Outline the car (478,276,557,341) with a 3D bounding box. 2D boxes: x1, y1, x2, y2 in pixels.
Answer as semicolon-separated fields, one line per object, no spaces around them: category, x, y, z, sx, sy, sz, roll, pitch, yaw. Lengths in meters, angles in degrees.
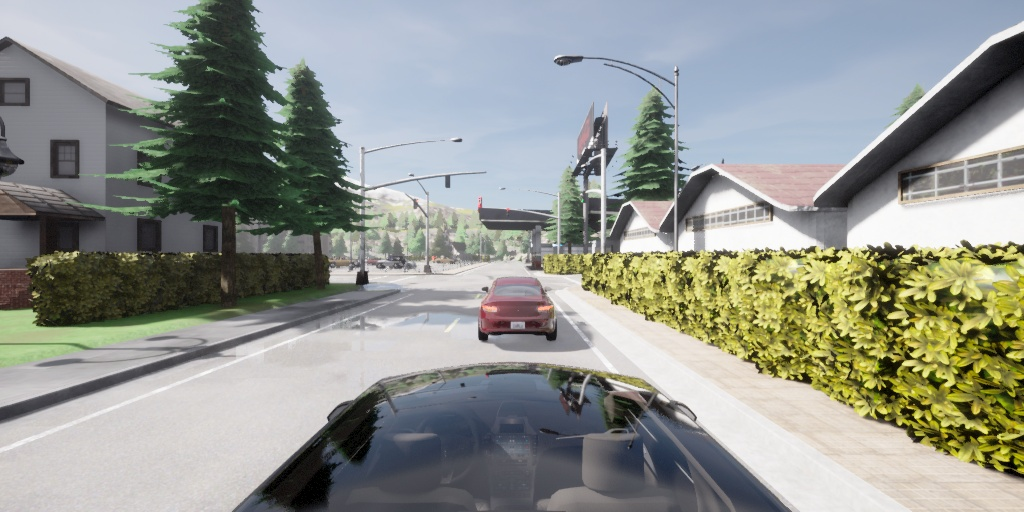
car;0.129;1.276;9.766;1.812;1.442;4.674;0;0;0
